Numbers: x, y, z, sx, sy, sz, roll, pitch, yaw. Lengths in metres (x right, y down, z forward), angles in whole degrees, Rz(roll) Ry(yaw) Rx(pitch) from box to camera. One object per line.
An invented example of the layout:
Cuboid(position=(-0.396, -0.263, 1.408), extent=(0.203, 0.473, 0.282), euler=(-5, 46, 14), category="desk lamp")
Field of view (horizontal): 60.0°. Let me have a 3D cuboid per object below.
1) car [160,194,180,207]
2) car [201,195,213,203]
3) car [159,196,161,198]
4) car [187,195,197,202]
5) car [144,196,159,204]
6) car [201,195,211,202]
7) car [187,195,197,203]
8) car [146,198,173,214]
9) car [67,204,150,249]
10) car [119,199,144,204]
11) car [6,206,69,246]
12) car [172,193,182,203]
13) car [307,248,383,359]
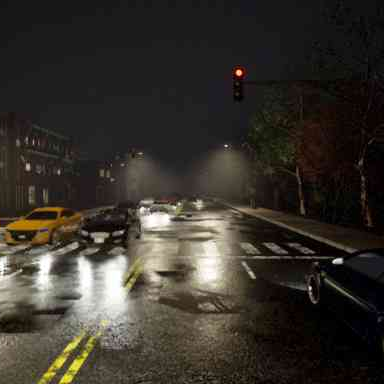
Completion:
Cuboid(position=(-3.357, 1.456, 51.345), extent=(1.882, 1.535, 5.008), euler=(0, 0, 0), category="car")
Cuboid(position=(3.337, 1.461, 68.349), extent=(2.128, 1.511, 4.902), euler=(0, 0, 0), category="car")
Cuboid(position=(-6.548, 1.534, 65.728), extent=(1.994, 1.385, 4.181), euler=(0, 0, 1), category="car")
Cuboid(position=(-0.017, 1.487, 79.758), extent=(2.128, 1.511, 4.902), euler=(0, 0, 0), category="car")
Cuboid(position=(-6.606, 1.580, 50.377), extent=(1.895, 1.301, 4.718), euler=(0, 0, 0), category="car")
Cuboid(position=(3.231, 1.503, 78.533), extent=(2.033, 1.411, 5.357), euler=(0, 0, 0), category="car")
Cuboid(position=(0.086, 1.495, 69.677), extent=(1.812, 1.442, 4.674), euler=(0, 0, 0), category="car")
Cuboid(position=(-3.357, 1.588, 35.170), extent=(1.895, 1.301, 4.718), euler=(0, 0, 0), category="car")
Cuboid(position=(-3.352, 1.487, 14.474), extent=(2.128, 1.511, 4.902), euler=(0, 0, 0), category="car")
Cuboid(position=(-6.607, 1.551, 35.037), extent=(1.994, 1.385, 4.181), euler=(0, 0, 0), category="car")
Cuboid(position=(-6.611, 1.474, 15.451), extent=(1.882, 1.535, 5.008), euler=(0, 0, 0), category="car")
Cuboid(position=(-3.266, 1.191, 69.374), extent=(2.150, 2.045, 5.566), euler=(0, 0, 0), category="car")
Cuboid(position=(3.337, 1.563, 5.254), extent=(1.994, 1.385, 4.181), euler=(0, 0, 1), category="car")
